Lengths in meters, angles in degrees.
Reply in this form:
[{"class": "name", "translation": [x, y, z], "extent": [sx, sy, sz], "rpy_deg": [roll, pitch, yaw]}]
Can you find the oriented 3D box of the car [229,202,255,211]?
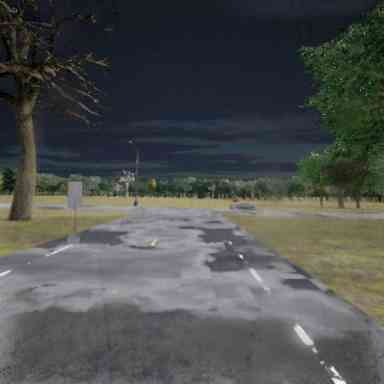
[{"class": "car", "translation": [8.301, 2.411, 55.416], "extent": [4.181, 1.385, 1.994], "rpy_deg": [2, 0, 0]}]
